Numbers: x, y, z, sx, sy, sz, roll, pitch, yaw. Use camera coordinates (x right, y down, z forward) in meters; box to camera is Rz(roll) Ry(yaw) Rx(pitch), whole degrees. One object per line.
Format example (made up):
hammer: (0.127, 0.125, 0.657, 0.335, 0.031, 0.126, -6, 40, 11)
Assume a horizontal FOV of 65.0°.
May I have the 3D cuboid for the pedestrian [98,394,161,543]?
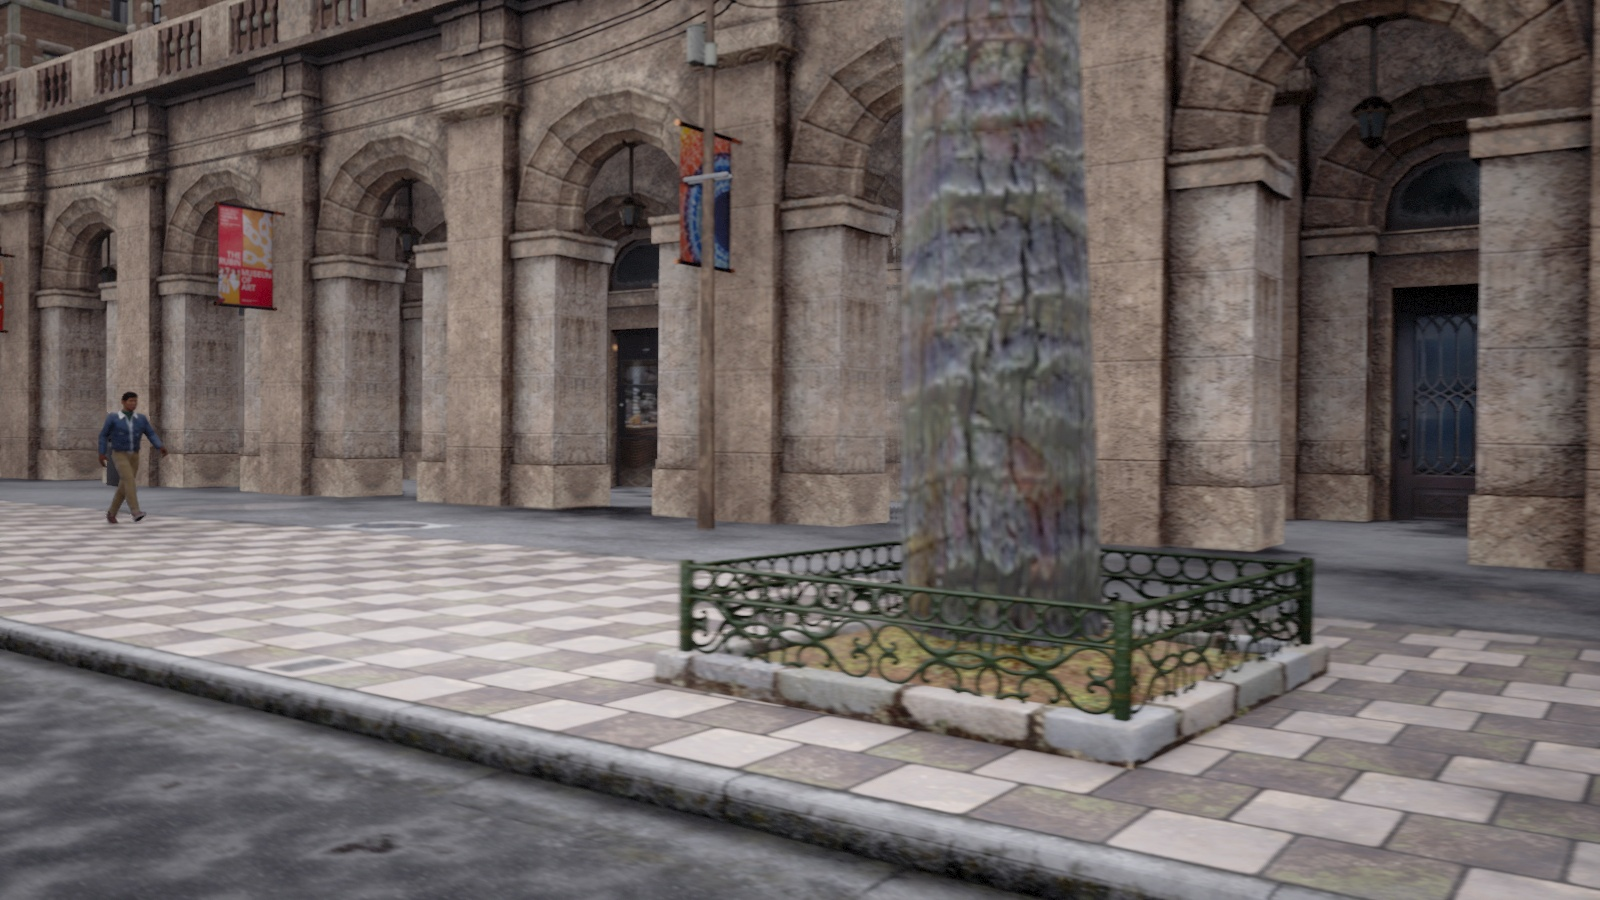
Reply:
pedestrian: (-8.999, 0.242, 16.849, 0.788, 1.949, 0.423, 0, 1, 36)
